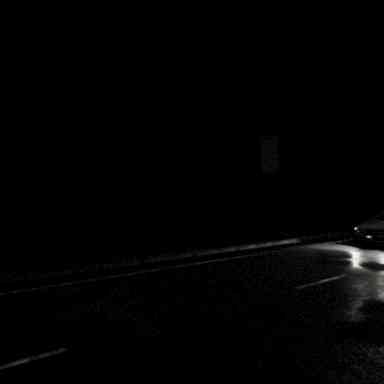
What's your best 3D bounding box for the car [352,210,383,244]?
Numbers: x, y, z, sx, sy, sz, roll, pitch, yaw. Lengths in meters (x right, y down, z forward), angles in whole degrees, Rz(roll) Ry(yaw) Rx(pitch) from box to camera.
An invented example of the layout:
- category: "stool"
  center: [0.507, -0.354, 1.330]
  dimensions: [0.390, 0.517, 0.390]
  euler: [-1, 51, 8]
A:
- category: "car"
  center: [8.978, 1.520, 14.672]
  dimensions: [4.674, 1.442, 1.812]
  euler: [0, 0, -36]
